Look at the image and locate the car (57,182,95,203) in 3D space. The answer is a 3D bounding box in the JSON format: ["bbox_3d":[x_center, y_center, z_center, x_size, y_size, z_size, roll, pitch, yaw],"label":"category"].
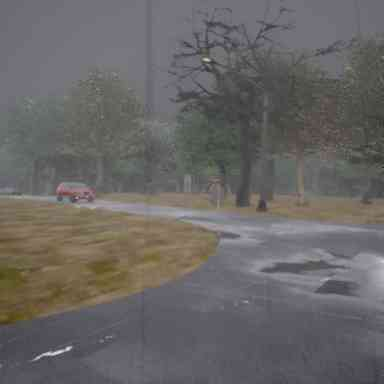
[{"bbox_3d":[-12.175,0.042,34.647,2.150,2.045,5.566,0,1,-43],"label":"car"}]

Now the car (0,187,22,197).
[{"bbox_3d":[-27.632,-0.040,50.663,5.357,1.411,2.033,1,0,44],"label":"car"}]
